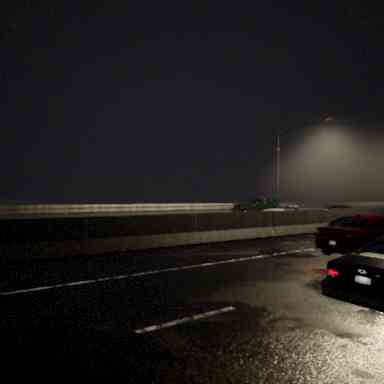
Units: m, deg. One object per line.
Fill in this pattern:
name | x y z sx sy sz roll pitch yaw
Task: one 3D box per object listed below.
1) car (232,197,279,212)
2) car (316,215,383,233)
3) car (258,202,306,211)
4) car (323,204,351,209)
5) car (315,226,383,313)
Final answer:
car | 6.745 1.505 34.352 5.566 2.045 2.150 1 0 -35
car | 6.863 1.620 12.871 5.008 1.535 1.882 1 0 -35
car | 8.911 1.887 31.593 4.718 1.301 1.895 1 0 -35
car | 13.054 1.843 30.193 4.674 1.442 1.812 1 0 -34
car | 5.081 1.639 7.344 5.357 1.411 2.033 1 0 -35
